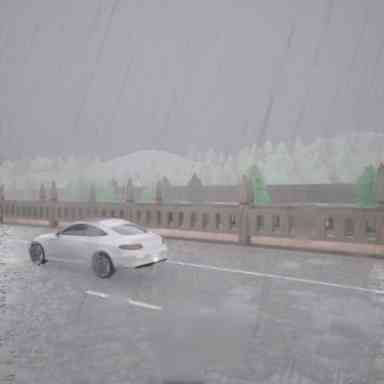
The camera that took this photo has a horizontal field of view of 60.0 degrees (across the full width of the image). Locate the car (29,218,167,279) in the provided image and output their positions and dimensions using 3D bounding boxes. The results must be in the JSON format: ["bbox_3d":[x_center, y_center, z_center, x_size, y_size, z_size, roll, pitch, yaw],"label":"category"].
[{"bbox_3d":[-2.873,1.505,9.907,4.674,1.442,1.812,0,0,33],"label":"car"}]
